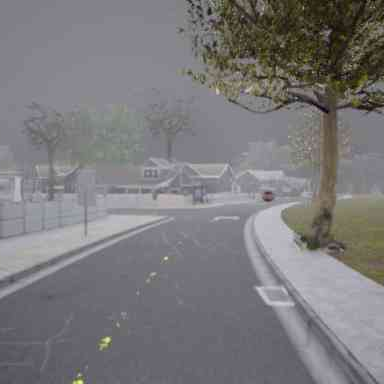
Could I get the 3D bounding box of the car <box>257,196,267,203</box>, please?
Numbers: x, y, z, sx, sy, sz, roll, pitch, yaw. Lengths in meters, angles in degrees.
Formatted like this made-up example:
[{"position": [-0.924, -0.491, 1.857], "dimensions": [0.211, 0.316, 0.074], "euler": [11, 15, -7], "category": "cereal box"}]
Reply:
[{"position": [13.786, 1.260, 62.445], "dimensions": [1.895, 1.301, 4.718], "euler": [2, 2, 30], "category": "car"}]
